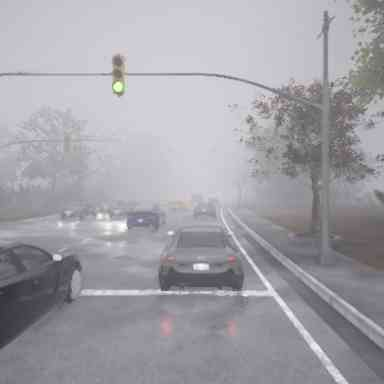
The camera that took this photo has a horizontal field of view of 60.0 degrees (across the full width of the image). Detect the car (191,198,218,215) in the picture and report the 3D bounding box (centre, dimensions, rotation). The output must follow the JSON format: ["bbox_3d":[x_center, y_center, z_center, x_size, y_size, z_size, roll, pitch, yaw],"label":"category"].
[{"bbox_3d":[1.230,1.581,31.316,1.994,1.385,4.181,0,0,4],"label":"car"}]

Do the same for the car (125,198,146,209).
[{"bbox_3d":[-8.098,1.588,47.960,1.994,1.385,4.181,0,0,6],"label":"car"}]

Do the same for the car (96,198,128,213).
[{"bbox_3d":[-9.004,1.510,37.990,2.128,1.511,4.902,0,0,5],"label":"car"}]

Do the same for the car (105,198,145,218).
[{"bbox_3d":[-6.067,1.506,29.969,2.128,1.511,4.902,0,0,4],"label":"car"}]

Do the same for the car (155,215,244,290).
[{"bbox_3d":[0.243,1.569,9.125,1.994,1.385,4.181,0,0,1],"label":"car"}]

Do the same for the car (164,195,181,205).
[{"bbox_3d":[-3.377,1.383,58.597,2.097,1.767,4.553,0,0,6],"label":"car"}]

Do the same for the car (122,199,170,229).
[{"bbox_3d":[-2.829,1.488,21.501,1.882,1.535,5.008,0,0,3],"label":"car"}]

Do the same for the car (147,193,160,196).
[{"bbox_3d":[-6.902,1.251,58.584,2.150,2.045,5.566,0,0,6],"label":"car"}]

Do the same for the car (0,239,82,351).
[{"bbox_3d":[-3.327,1.480,5.241,1.882,1.535,5.008,0,0,1],"label":"car"}]

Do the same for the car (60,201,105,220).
[{"bbox_3d":[-9.646,1.505,28.785,2.128,1.511,4.902,0,0,3],"label":"car"}]

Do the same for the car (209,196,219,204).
[{"bbox_3d":[3.904,1.511,60.360,1.882,1.535,5.008,0,0,8],"label":"car"}]

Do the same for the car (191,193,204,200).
[{"bbox_3d":[1.047,1.257,64.563,2.150,2.045,5.566,0,0,7],"label":"car"}]

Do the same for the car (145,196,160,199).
[{"bbox_3d":[-5.397,1.525,39.245,1.837,1.490,4.892,0,0,5],"label":"car"}]

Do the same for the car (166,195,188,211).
[{"bbox_3d":[-1.555,1.499,40.614,1.882,1.535,5.008,0,0,4],"label":"car"}]
